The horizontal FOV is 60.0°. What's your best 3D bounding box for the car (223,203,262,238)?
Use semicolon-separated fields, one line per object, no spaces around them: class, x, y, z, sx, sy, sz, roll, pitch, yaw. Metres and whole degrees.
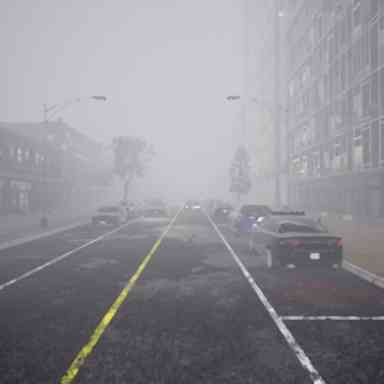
car;3.113;1.353;17.919;2.097;1.767;4.553;0;0;0

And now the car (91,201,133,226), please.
car;-5.678;1.567;23.320;1.947;1.339;4.313;1;0;0

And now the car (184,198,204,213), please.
car;0.080;1.602;36.692;1.895;1.301;4.718;0;0;0

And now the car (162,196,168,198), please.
car;-5.678;1.572;57.184;1.947;1.339;4.313;1;0;0

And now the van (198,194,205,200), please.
van;2.674;1.354;90.994;1.690;1.788;3.998;1;0;0

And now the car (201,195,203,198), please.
car;2.669;1.570;51.486;1.947;1.339;4.313;1;0;0

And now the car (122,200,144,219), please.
car;-5.676;1.441;28.965;1.967;1.590;4.097;1;0;0

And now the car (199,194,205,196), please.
car;2.670;1.533;68.588;1.752;1.417;4.829;1;0;0

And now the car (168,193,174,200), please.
car;-5.677;1.560;74.117;2.008;1.369;4.403;1;0;0

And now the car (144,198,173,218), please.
car;-3.096;1.564;30.427;1.994;1.385;4.181;0;0;0

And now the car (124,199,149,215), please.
car;-5.678;1.527;34.438;1.752;1.417;4.829;1;0;0

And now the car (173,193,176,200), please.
car;-5.677;1.596;91.049;1.802;1.307;4.206;1;0;0

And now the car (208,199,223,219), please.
car;2.669;1.566;28.909;1.947;1.339;4.313;1;0;0

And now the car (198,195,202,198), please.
car;0.039;1.568;48.334;1.994;1.385;4.181;0;0;0

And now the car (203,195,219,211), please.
car;2.671;1.442;40.197;1.967;1.590;4.097;1;0;0

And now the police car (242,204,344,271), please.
police car;3.134;1.425;11.058;1.930;1.638;5.238;0;0;0
